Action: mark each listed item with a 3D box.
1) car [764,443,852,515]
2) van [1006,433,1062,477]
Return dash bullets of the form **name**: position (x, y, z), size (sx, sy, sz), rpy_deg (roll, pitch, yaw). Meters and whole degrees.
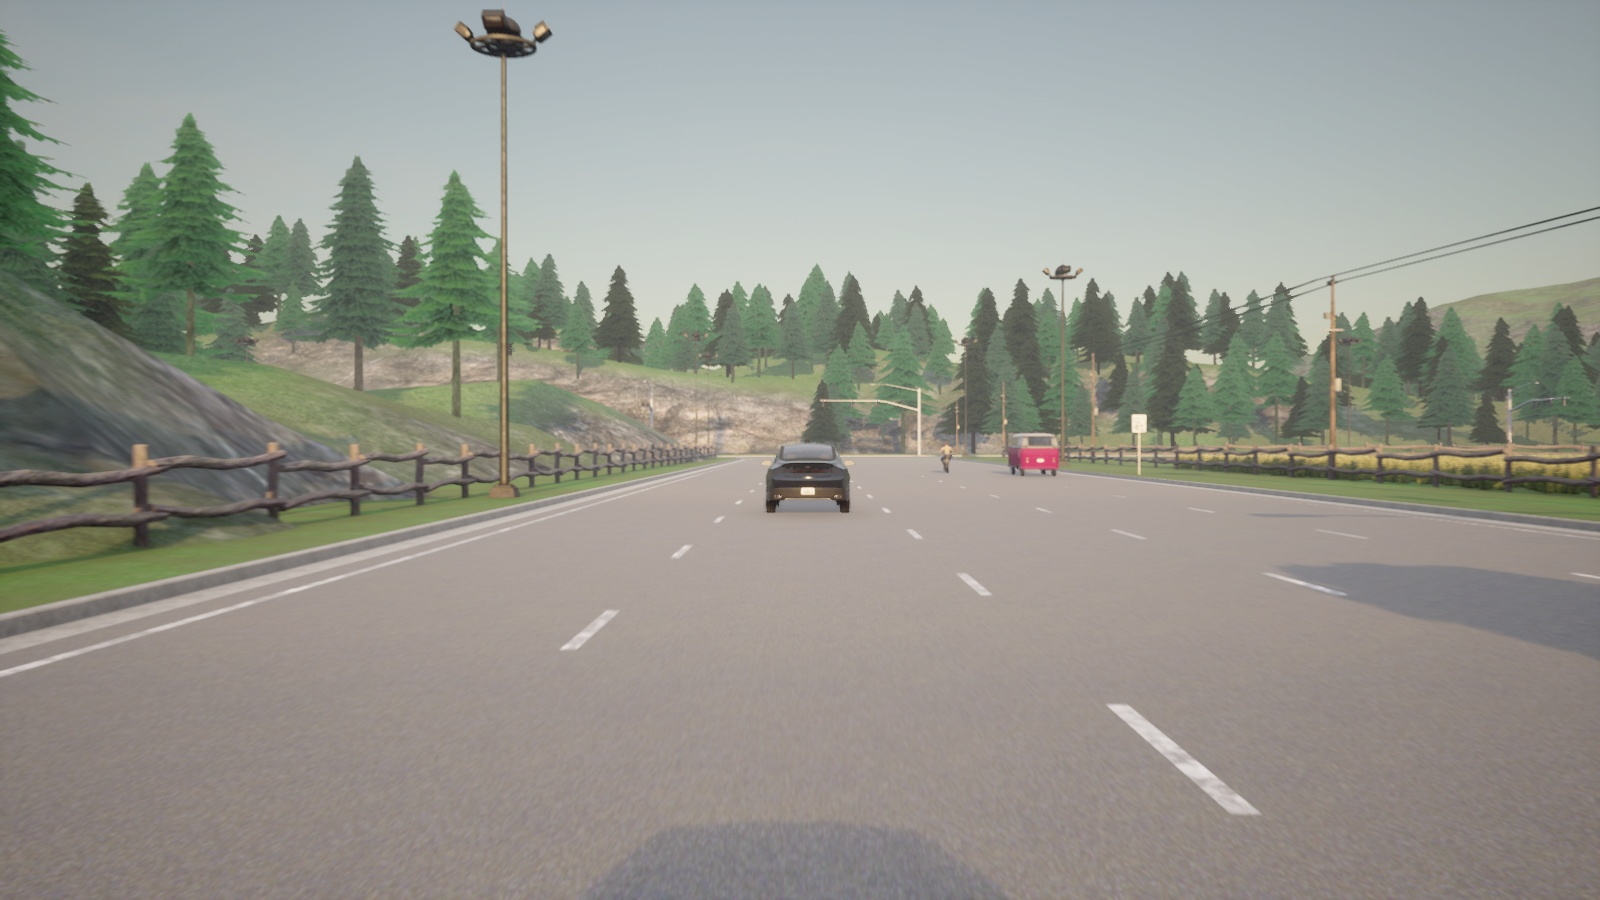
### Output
- **car**: position (0.178, 0.601, 28.594), size (1.837, 1.490, 4.892), rpy_deg (0, 0, 0)
- **van**: position (10.848, 0.199, 58.501), size (1.775, 1.987, 4.442), rpy_deg (0, 0, 0)
